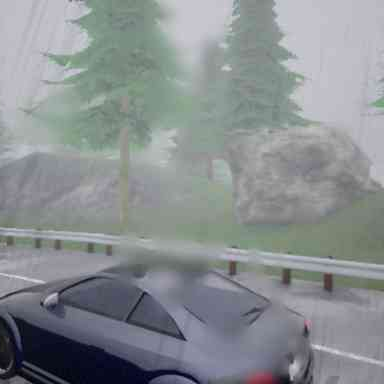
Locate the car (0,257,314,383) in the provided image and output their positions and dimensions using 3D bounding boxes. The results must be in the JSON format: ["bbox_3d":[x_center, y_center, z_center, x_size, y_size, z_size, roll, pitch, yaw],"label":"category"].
[{"bbox_3d":[-0.736,1.549,4.111,4.181,1.385,1.994,0,0,33],"label":"car"}]
